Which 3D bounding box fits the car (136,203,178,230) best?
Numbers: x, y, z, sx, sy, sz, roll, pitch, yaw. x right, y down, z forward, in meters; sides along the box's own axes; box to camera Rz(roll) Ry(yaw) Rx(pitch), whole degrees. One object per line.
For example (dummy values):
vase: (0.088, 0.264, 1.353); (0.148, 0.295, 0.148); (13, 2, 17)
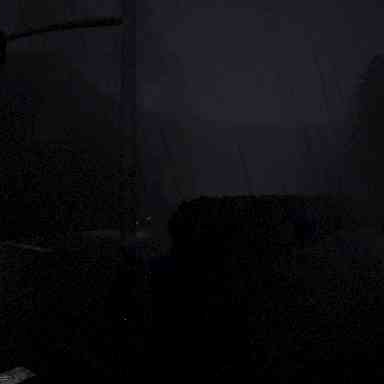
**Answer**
car: (-1.756, 1.451, 20.552); (1.812, 1.442, 4.674); (0, 0, 35)
